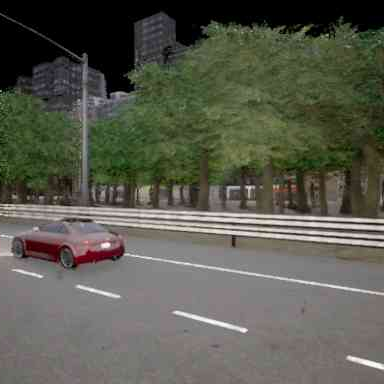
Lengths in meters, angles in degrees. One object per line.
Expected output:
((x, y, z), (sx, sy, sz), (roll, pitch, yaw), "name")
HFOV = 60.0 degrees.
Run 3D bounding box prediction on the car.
((-4.224, 1.585, 11.183), (4.181, 1.385, 1.994), (0, 0, 36), "car")
